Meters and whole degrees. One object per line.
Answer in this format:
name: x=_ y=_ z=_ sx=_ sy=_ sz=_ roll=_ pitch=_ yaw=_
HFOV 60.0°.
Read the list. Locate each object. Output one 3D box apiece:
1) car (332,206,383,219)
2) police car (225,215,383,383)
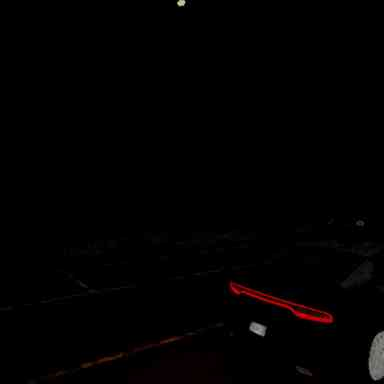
car: x=8.456 y=1.435 z=16.440 sx=4.097 sy=1.590 sz=1.967 roll=0 pitch=-1 yaw=-35
police car: x=2.887 y=1.423 z=5.494 sx=5.238 sy=1.638 sz=1.930 roll=0 pitch=0 yaw=-36
